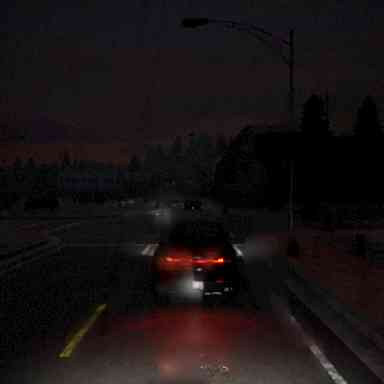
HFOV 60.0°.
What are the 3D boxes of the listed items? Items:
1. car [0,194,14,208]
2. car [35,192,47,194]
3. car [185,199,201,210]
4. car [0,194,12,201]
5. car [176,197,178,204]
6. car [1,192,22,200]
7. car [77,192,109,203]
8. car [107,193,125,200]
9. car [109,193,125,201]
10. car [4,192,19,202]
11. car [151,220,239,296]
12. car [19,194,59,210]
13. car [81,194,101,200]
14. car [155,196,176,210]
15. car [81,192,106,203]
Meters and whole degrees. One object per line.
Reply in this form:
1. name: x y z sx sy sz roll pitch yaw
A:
1. car: -24.810 1.317 41.319 3.806 1.475 1.970 0 0 0
2. car: -35.055 0.962 75.758 4.605 1.855 1.932 0 0 0
3. car: 0.097 1.520 40.521 1.895 1.301 4.718 0 0 0
4. car: -43.534 1.226 75.719 3.806 1.475 1.970 0 0 0
5. car: -3.543 1.405 60.458 1.812 1.442 4.674 0 0 1
6. car: -42.924 0.935 79.044 3.866 1.878 1.905 0 0 0
7. car: -17.255 0.999 56.923 4.605 1.855 1.932 0 0 0
8. car: -17.995 1.090 79.041 3.806 1.475 1.970 0 0 0
9. car: -17.671 1.024 72.623 5.027 1.636 2.152 0 0 0
10. car: -35.764 1.187 63.302 4.514 1.523 2.007 0 0 0
11. car: 0.075 1.487 8.604 1.837 1.490 4.892 0 0 0
12. car: -17.389 1.313 38.340 3.633 1.501 1.845 0 0 0
13. car: -25.045 1.149 82.702 4.514 1.523 2.007 0 0 0
14. car: -3.595 1.407 42.432 2.128 1.511 4.902 0 0 0
15. car: -17.668 0.973 59.829 3.866 1.878 1.905 0 0 0
